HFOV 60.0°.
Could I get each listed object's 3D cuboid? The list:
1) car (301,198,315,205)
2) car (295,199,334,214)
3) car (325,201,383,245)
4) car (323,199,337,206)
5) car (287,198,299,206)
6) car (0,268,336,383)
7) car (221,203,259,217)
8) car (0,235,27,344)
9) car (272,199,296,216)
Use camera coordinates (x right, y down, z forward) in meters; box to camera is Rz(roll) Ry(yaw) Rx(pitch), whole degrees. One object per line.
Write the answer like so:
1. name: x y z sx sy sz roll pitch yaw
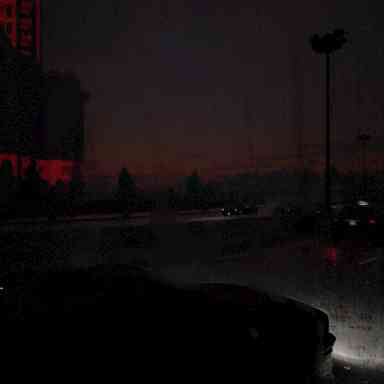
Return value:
1. car: 25.391 2.133 72.883 1.994 1.385 4.181 0 -1 9
2. car: 11.486 1.686 30.706 1.837 1.490 4.892 0 0 36
3. car: 8.701 1.439 16.399 4.553 1.767 2.097 0 0 -45
4. car: 28.059 2.149 67.674 1.895 1.301 4.718 0 -1 12
5. car: 21.570 2.116 71.155 2.033 1.411 5.357 0 -1 12
6. car: -0.774 1.557 3.337 5.357 1.411 2.033 0 0 -37
7. car: 4.843 1.783 33.442 1.895 1.301 4.718 0 -1 38
8. car: -4.857 1.569 4.782 4.181 1.385 1.994 0 0 -35
9. car: 9.970 1.683 34.556 1.882 1.535 5.008 0 0 34
